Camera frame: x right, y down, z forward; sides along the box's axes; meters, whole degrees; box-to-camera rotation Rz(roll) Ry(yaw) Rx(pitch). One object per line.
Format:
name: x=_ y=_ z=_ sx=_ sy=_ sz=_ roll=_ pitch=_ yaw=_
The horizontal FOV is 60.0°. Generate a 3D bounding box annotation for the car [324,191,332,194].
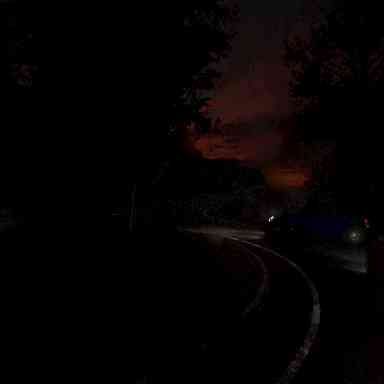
car: x=26.019 y=1.099 z=57.027 sx=5.366 sy=1.575 sz=1.946 roll=1 pitch=2 yaw=17

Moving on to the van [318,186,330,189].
van: x=32.646 y=0.206 z=78.202 sx=4.442 sy=1.987 sz=1.878 roll=1 pitch=2 yaw=17

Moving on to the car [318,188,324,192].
car: x=30.944 y=0.597 z=72.926 sx=5.008 sy=1.535 sz=2.097 roll=1 pitch=2 yaw=17

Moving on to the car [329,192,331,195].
car: x=25.433 y=1.220 z=54.306 sx=4.792 sy=1.488 sz=2.163 roll=1 pitch=2 yaw=17

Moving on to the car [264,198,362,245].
car: x=5.738 y=1.309 z=15.454 sx=4.553 sy=1.767 sz=2.097 roll=2 pitch=0 yaw=22

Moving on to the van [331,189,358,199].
van: x=24.503 y=1.048 z=51.682 sx=4.442 sy=1.987 sz=1.878 roll=1 pitch=2 yaw=17

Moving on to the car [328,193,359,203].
car: x=27.017 y=1.049 z=59.624 sx=4.792 sy=1.488 sz=2.163 roll=1 pitch=2 yaw=17

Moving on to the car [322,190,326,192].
car: x=28.579 y=0.850 z=64.946 sx=5.008 sy=1.535 sz=2.097 roll=1 pitch=2 yaw=17

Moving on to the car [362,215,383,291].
car: x=4.941 y=1.351 z=6.627 sx=2.097 sy=1.767 sz=4.553 roll=1 pitch=0 yaw=20

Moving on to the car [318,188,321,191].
car: x=31.738 y=0.554 z=75.587 sx=4.674 sy=1.452 sz=2.002 roll=1 pitch=2 yaw=17

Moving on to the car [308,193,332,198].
car: x=17.814 y=1.357 z=46.652 sx=1.837 sy=1.490 sz=4.892 roll=1 pitch=1 yaw=13

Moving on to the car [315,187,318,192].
car: x=34.089 y=0.293 z=83.569 sx=4.792 sy=1.488 sz=2.163 roll=1 pitch=2 yaw=17

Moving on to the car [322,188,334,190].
car: x=29.396 y=0.640 z=67.594 sx=4.553 sy=1.767 sz=2.185 roll=1 pitch=2 yaw=17
